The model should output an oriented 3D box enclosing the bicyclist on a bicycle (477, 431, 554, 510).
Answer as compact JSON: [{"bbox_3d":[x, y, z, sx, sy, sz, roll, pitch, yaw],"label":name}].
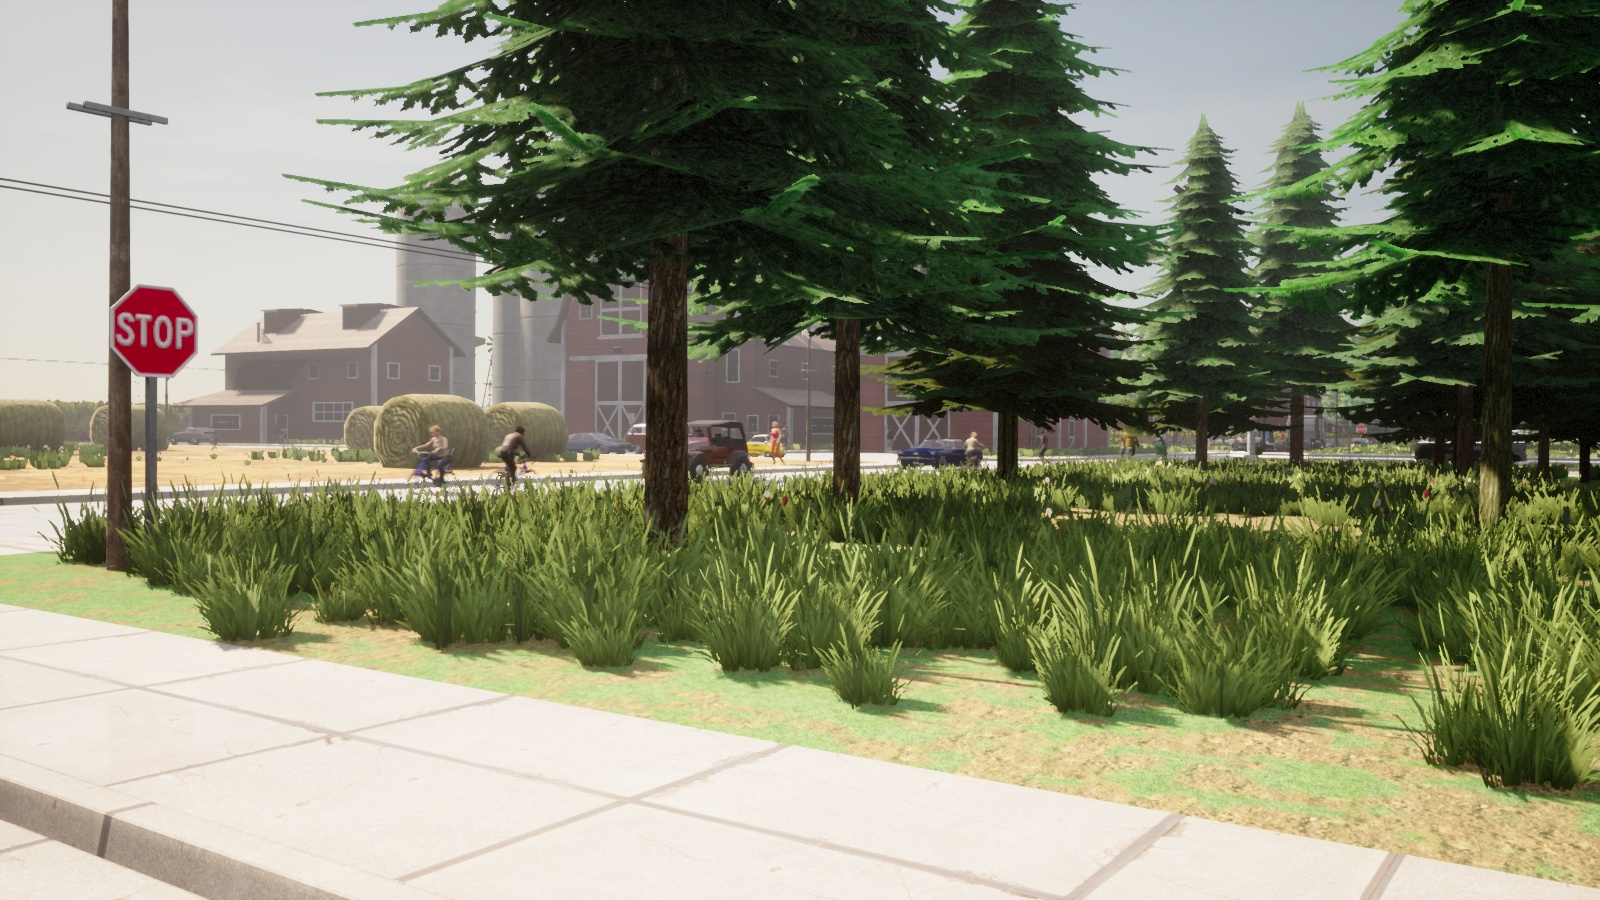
[{"bbox_3d":[-5.990,0.411,26.512,0.582,1.620,1.656,0,1,31],"label":"bicyclist on a bicycle"}]

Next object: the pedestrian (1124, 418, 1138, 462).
[{"bbox_3d":[13.744,-0.415,52.160,0.370,1.835,0.726,0,1,29],"label":"pedestrian"}]

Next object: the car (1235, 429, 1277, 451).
[{"bbox_3d":[32.556,-0.747,89.584,1.837,1.490,4.892,0,1,31],"label":"car"}]

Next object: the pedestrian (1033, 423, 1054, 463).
[{"bbox_3d":[10.937,-0.320,56.482,0.869,1.805,0.328,0,1,37],"label":"pedestrian"}]

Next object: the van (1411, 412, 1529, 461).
[{"bbox_3d":[29.504,-0.566,55.334,4.480,2.038,2.069,-1,0,30],"label":"van"}]

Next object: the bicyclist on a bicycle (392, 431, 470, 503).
[{"bbox_3d":[-8.528,0.383,29.059,0.866,1.612,1.509,0,1,31],"label":"bicyclist on a bicycle"}]

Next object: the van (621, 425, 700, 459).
[{"bbox_3d":[-8.648,-0.520,77.711,4.480,2.038,2.069,0,1,30],"label":"van"}]

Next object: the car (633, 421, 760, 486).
[{"bbox_3d":[-3.062,0.071,38.014,1.905,1.878,3.866,0,1,31],"label":"car"}]

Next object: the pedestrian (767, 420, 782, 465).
[{"bbox_3d":[-1.044,-0.298,51.925,0.345,1.836,0.594,0,1,34],"label":"pedestrian"}]

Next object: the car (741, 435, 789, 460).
[{"bbox_3d":[-1.964,-0.144,69.739,2.207,1.376,1.481,0,1,30],"label":"car"}]

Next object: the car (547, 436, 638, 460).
[{"bbox_3d":[-12.542,-0.136,75.945,5.357,1.411,2.033,0,1,30],"label":"car"}]

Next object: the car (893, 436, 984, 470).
[{"bbox_3d":[5.830,0.098,52.450,1.895,1.301,4.718,0,1,32],"label":"car"}]
